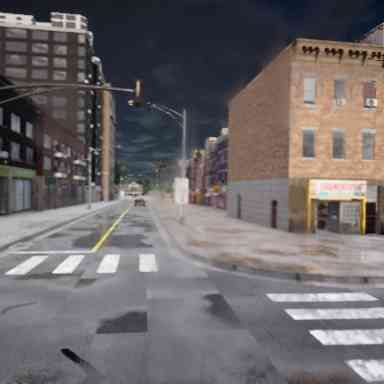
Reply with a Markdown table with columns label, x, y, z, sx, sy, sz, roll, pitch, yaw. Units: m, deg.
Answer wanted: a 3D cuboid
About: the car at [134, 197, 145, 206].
| label | x | y | z | sx | sy | sz | roll | pitch | yaw |
| --- | --- | --- | --- | --- | --- | --- | --- | --- | --- |
| car | -9.064 | 1.696 | 57.556 | 1.837 | 1.490 | 4.892 | 1 | -1 | -9 |
